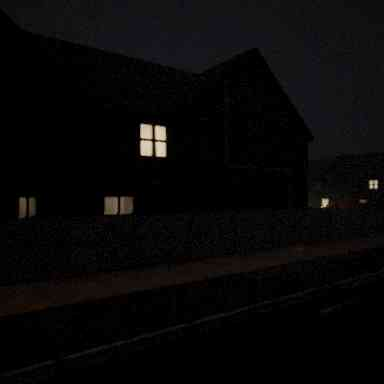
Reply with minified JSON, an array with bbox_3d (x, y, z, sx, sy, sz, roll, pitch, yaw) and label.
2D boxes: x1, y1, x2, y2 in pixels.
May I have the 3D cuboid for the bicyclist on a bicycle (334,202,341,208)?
[{"bbox_3d":[15.474,1.872,35.430,1.656,1.620,0.582,-1,-1,-36],"label":"bicyclist on a bicycle"}]

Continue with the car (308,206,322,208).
[{"bbox_3d":[11.426,2.097,31.041,1.837,1.490,4.892,-1,-1,-36],"label":"car"}]
